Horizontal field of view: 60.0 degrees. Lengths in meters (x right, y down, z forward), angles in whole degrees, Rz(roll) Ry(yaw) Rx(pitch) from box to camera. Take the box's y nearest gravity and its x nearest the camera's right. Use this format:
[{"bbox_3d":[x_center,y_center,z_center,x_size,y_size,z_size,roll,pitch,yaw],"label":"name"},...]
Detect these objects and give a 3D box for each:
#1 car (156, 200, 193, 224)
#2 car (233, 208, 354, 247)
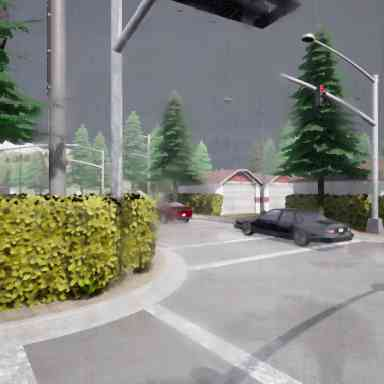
[{"bbox_3d":[-1.945,1.305,23.380,1.882,1.535,5.008,-1,1,-35],"label":"car"},{"bbox_3d":[4.253,1.422,14.787,2.033,1.411,5.357,0,2,-35],"label":"car"}]
